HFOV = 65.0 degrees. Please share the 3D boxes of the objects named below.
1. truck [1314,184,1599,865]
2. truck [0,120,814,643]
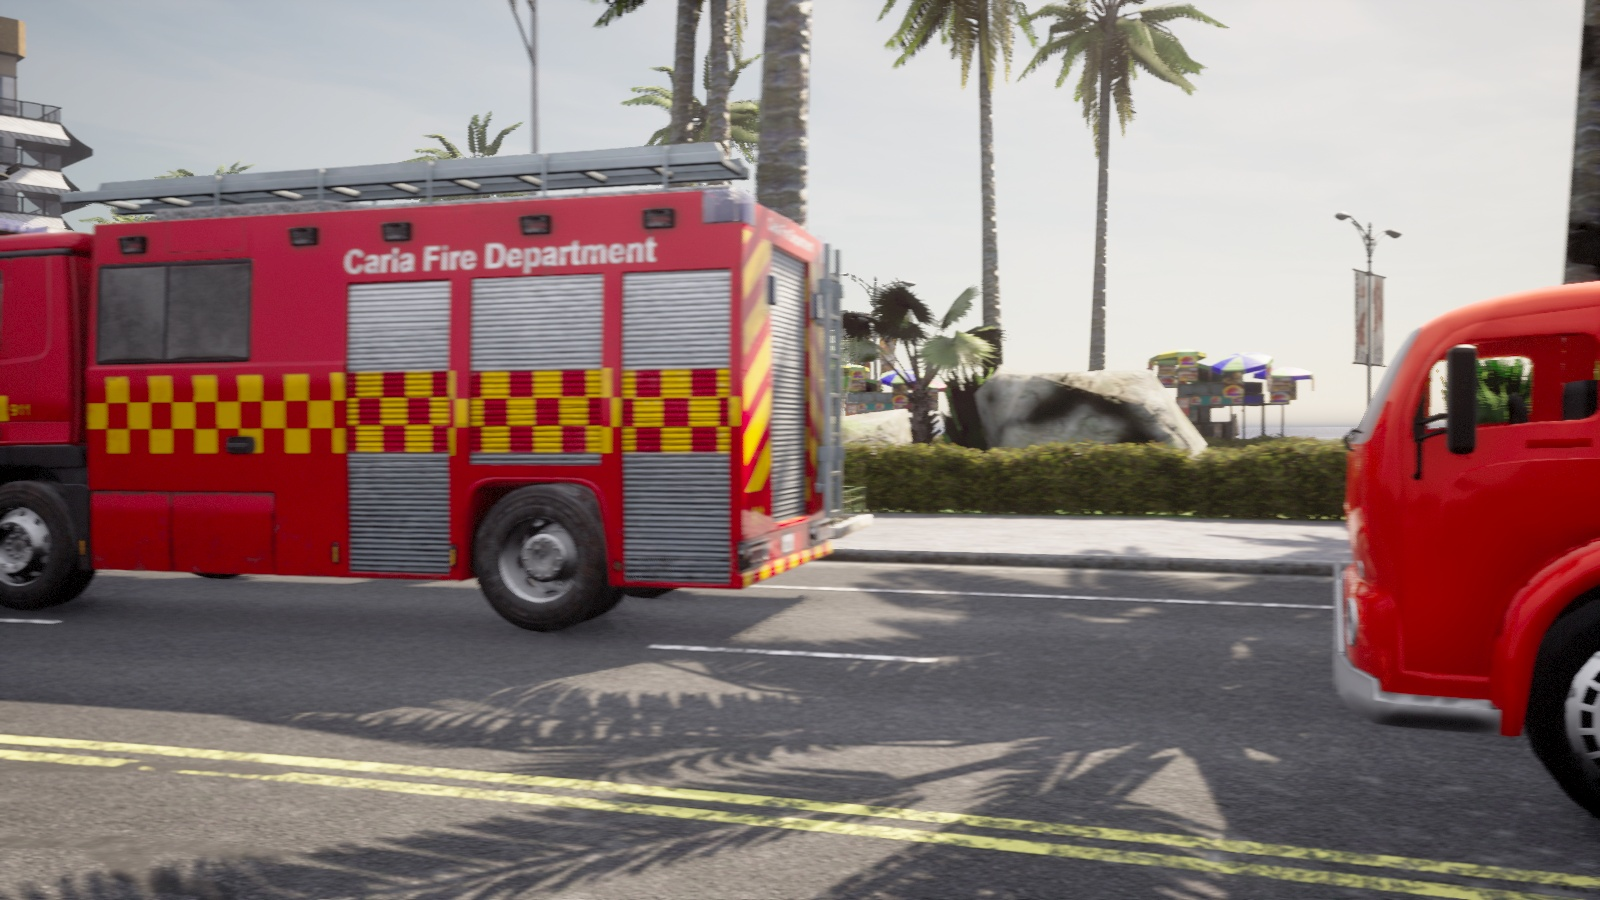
[{"bbox_3d":[4.928,0.271,5.137,5.204,2.467,2.627,1,1,22],"label":"truck"},{"bbox_3d":[-4.340,-0.549,11.690,8.468,3.827,2.891,0,1,15],"label":"truck"}]
